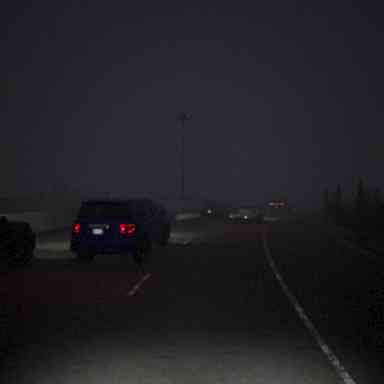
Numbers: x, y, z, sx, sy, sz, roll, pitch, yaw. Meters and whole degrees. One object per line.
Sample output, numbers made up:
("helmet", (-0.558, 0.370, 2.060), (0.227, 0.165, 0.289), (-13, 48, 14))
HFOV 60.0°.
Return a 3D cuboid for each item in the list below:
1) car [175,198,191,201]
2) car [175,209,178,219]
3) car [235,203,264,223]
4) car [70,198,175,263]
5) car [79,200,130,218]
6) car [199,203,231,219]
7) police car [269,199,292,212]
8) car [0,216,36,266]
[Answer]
("car", (-1.682, 1.645, 54.130), (1.994, 1.385, 4.181), (0, 0, 32))
("car", (-2.696, 1.635, 26.344), (1.895, 1.301, 4.718), (0, 0, 17))
("car", (4.519, 1.576, 25.824), (1.812, 1.442, 4.674), (0, 0, 17))
("car", (-2.336, 1.235, 12.249), (2.150, 2.045, 5.566), (0, 0, 8))
("car", (-8.307, 1.578, 32.188), (2.033, 1.411, 5.357), (0, 0, 20))
("car", (2.103, 1.614, 29.529), (1.994, 1.385, 4.181), (0, 0, 19))
("police car", (10.872, 1.591, 40.476), (2.038, 1.542, 4.974), (0, 0, 28))
("car", (-6.330, 1.220, 8.453), (2.150, 2.045, 5.566), (0, 0, 5))
